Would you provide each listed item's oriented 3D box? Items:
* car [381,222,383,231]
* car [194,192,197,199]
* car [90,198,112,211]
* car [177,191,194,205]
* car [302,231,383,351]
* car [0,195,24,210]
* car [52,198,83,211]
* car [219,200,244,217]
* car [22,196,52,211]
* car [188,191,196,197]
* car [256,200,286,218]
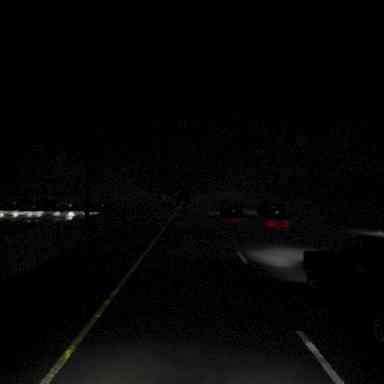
[{"bbox_3d":[10.600,1.590,14.586,2.033,1.411,5.357,0,0,0],"label":"car"},{"bbox_3d":[-0.013,0.663,73.063,2.097,1.767,4.553,0,1,0],"label":"car"},{"bbox_3d":[-10.575,1.429,38.538,1.812,1.442,4.674,0,1,0],"label":"car"},{"bbox_3d":[-1.223,0.918,53.169,2.150,2.045,5.566,0,1,0],"label":"car"},{"bbox_3d":[3.600,1.629,6.025,1.895,1.301,4.718,0,0,0],"label":"car"},{"bbox_3d":[-21.059,1.237,40.113,2.097,1.767,4.553,0,1,0],"label":"car"},{"bbox_3d":[-14.075,1.429,38.538,1.812,1.442,4.674,0,1,0],"label":"car"},{"bbox_3d":[3.601,1.453,31.070,1.882,1.535,5.008,0,1,0],"label":"car"},{"bbox_3d":[-17.562,1.384,39.390,2.128,1.511,4.902,0,1,0],"label":"car"},{"bbox_3d":[0.003,0.581,87.924,1.994,1.385,4.181,0,1,0],"label":"car"},{"bbox_3d":[7.101,1.474,30.141,2.128,1.511,4.902,0,1,0],"label":"car"}]
